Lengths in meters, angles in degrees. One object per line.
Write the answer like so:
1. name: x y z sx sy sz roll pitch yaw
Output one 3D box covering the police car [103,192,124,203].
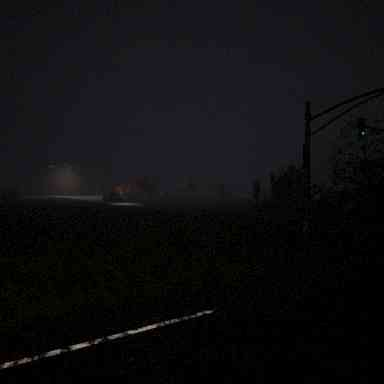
1. police car: -11.733 0.821 49.841 2.038 1.542 4.974 1 0 -32
